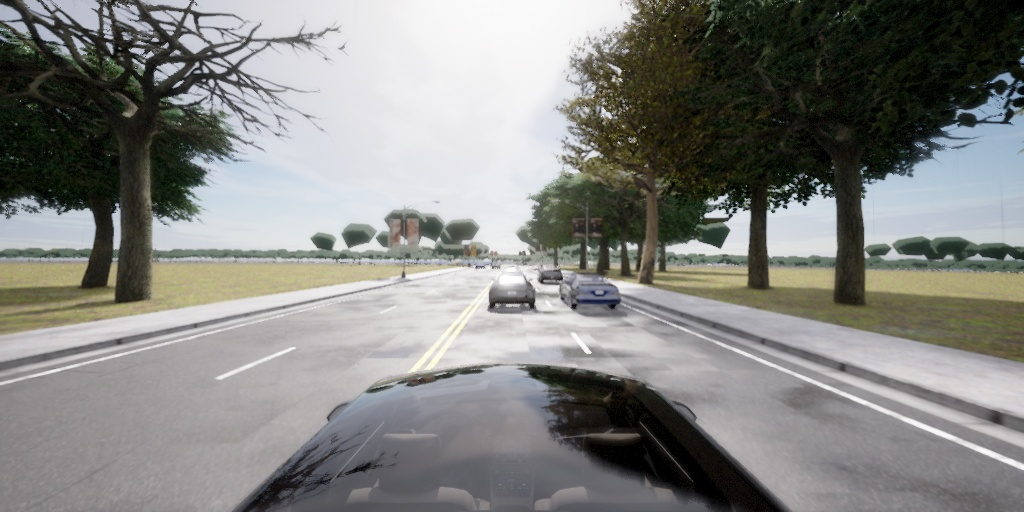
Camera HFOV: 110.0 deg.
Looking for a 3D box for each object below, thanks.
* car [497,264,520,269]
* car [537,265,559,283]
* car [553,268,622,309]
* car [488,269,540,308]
[{"bbox_3d":[0.000,1.589,30.845,2.033,1.411,5.357,0,-1,0],"label":"car"},{"bbox_3d":[3.253,1.537,31.165,2.128,1.511,4.902,0,0,0],"label":"car"},{"bbox_3d":[3.250,1.434,15.846,2.033,1.411,5.357,0,-1,0],"label":"car"},{"bbox_3d":[0.006,1.455,16.193,1.994,1.385,4.181,0,-1,0],"label":"car"}]
